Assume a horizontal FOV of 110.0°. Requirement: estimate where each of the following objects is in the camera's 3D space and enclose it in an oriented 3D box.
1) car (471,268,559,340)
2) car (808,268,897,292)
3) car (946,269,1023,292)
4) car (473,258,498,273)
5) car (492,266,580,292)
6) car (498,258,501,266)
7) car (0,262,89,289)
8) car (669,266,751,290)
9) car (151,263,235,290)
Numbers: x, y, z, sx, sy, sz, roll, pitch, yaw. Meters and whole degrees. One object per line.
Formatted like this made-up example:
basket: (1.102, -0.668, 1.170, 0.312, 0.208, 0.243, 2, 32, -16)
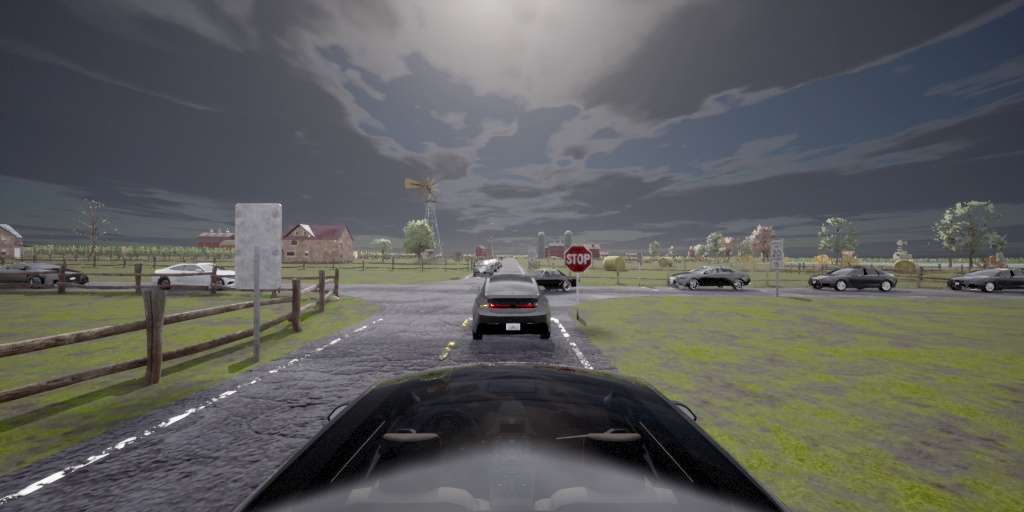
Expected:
car: (-0.076, 1.256, 10.031, 1.837, 1.490, 4.892, 0, 0, -2)
car: (22.194, 1.499, 23.483, 4.892, 1.490, 1.837, 1, -1, -1)
car: (31.696, 1.587, 23.606, 4.892, 1.490, 1.837, 1, -1, -1)
car: (-2.870, 1.243, 36.717, 2.128, 1.511, 4.902, 0, 0, 0)
car: (1.494, 1.369, 20.077, 4.718, 1.301, 1.895, 1, 0, -35)
car: (-2.865, 1.241, 46.162, 2.128, 1.511, 4.902, 0, 0, 0)
car: (-26.369, 1.048, 19.858, 4.181, 1.385, 1.994, 1, -1, -1)
car: (12.792, 1.396, 23.309, 4.902, 1.511, 2.128, 1, -1, -2)
car: (-17.249, 1.104, 19.982, 4.674, 1.442, 1.812, 1, -1, -1)
